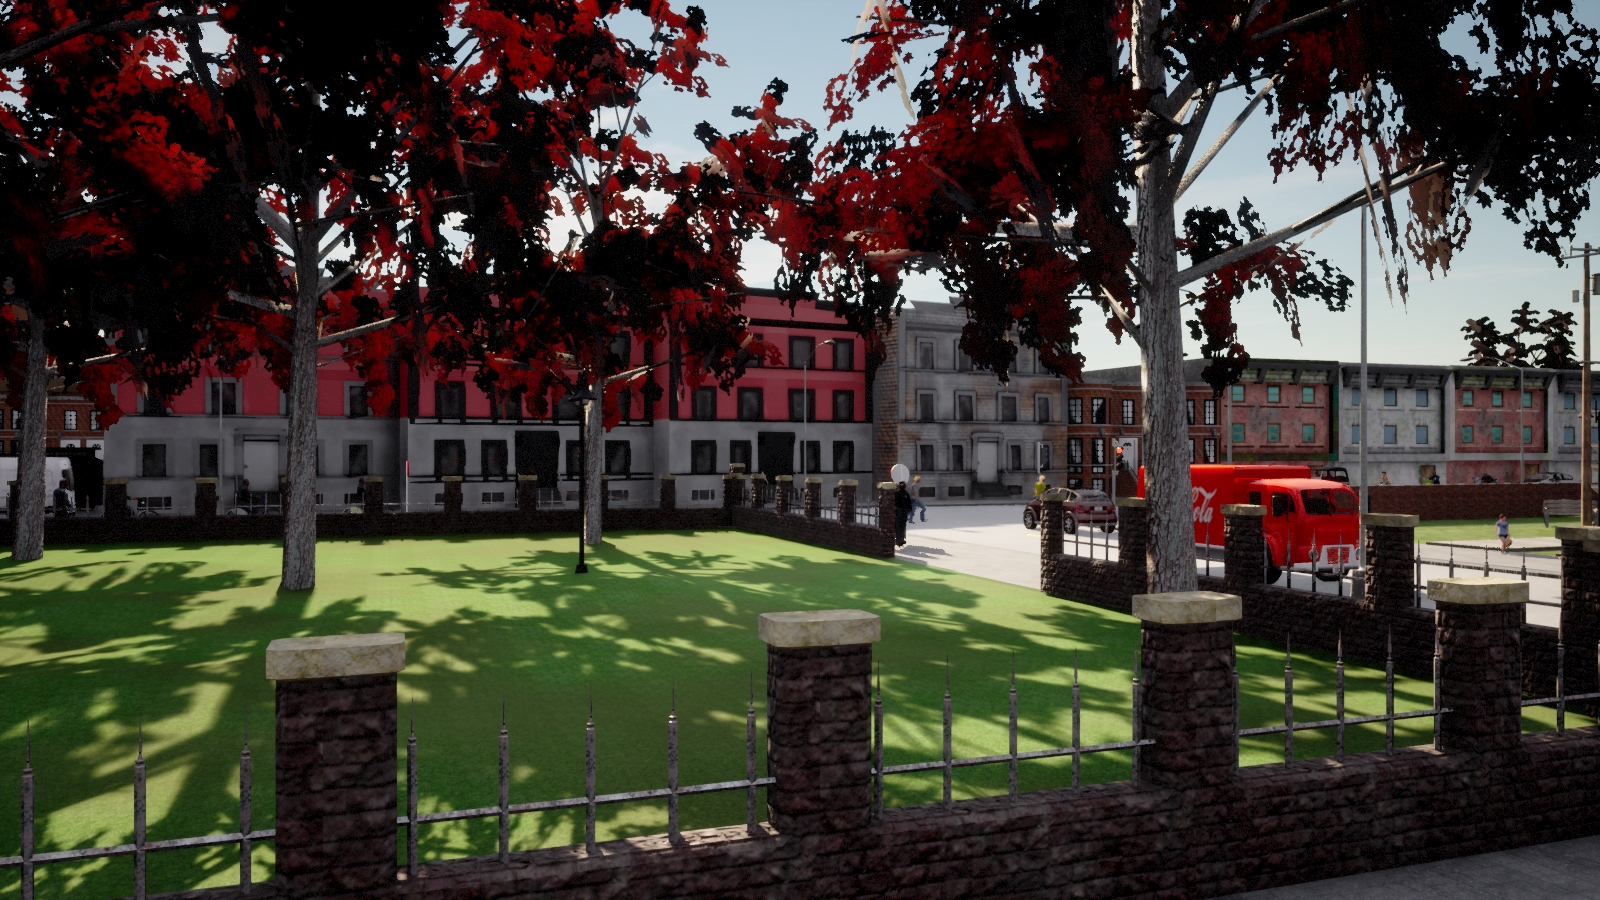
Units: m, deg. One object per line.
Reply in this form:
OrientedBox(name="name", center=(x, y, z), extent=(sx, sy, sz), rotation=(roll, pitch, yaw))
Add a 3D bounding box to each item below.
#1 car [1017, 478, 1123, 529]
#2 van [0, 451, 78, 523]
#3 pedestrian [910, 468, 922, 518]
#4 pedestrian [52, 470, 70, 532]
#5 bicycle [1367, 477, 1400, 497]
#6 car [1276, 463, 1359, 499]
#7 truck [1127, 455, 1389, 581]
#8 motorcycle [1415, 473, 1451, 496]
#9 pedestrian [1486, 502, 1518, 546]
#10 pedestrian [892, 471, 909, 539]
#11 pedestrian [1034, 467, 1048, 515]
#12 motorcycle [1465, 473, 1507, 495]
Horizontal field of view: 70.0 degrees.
OrientedBox(name="car", center=(9.207, 1.806, 39.234), extent=(1.789, 1.549, 3.705), rotation=(0, 0, -20))
OrientedBox(name="van", center=(-29.741, 1.315, 41.255), extent=(5.915, 2.561, 1.988), rotation=(0, 0, -20))
OrientedBox(name="pedestrian", center=(4.357, 1.628, 42.999), extent=(0.375, 1.860, 0.375), rotation=(0, 0, -7))
OrientedBox(name="pedestrian", center=(-22.338, 1.524, 34.553), extent=(0.375, 1.860, 0.375), rotation=(0, 0, -20))
OrientedBox(name="bicycle", center=(32.543, 2.036, 63.766), extent=(1.487, 1.080, 0.859), rotation=(0, 0, -20))
OrientedBox(name="car", center=(28.140, 1.638, 62.162), extent=(3.866, 1.878, 1.905), rotation=(0, 0, -20))
OrientedBox(name="truck", center=(9.964, 1.348, 25.442), extent=(2.627, 2.467, 5.204), rotation=(0, 0, -20))
OrientedBox(name="motorcycle", center=(36.002, 1.962, 64.979), extent=(1.805, 1.236, 0.856), rotation=(0, 0, -20))
OrientedBox(name="pedestrian", center=(18.116, 1.904, 29.500), extent=(0.500, 1.100, 0.500), rotation=(0, 0, -6))
OrientedBox(name="pedestrian", center=(2.800, 1.525, 31.840), extent=(0.375, 1.860, 0.375), rotation=(0, 0, -15))
OrientedBox(name="pedestrian", center=(9.596, 1.628, 45.453), extent=(0.375, 1.860, 0.375), rotation=(0, 0, -25))
OrientedBox(name="motorcycle", center=(39.853, 1.985, 66.375), extent=(2.209, 1.251, 0.867), rotation=(0, 0, -20))
